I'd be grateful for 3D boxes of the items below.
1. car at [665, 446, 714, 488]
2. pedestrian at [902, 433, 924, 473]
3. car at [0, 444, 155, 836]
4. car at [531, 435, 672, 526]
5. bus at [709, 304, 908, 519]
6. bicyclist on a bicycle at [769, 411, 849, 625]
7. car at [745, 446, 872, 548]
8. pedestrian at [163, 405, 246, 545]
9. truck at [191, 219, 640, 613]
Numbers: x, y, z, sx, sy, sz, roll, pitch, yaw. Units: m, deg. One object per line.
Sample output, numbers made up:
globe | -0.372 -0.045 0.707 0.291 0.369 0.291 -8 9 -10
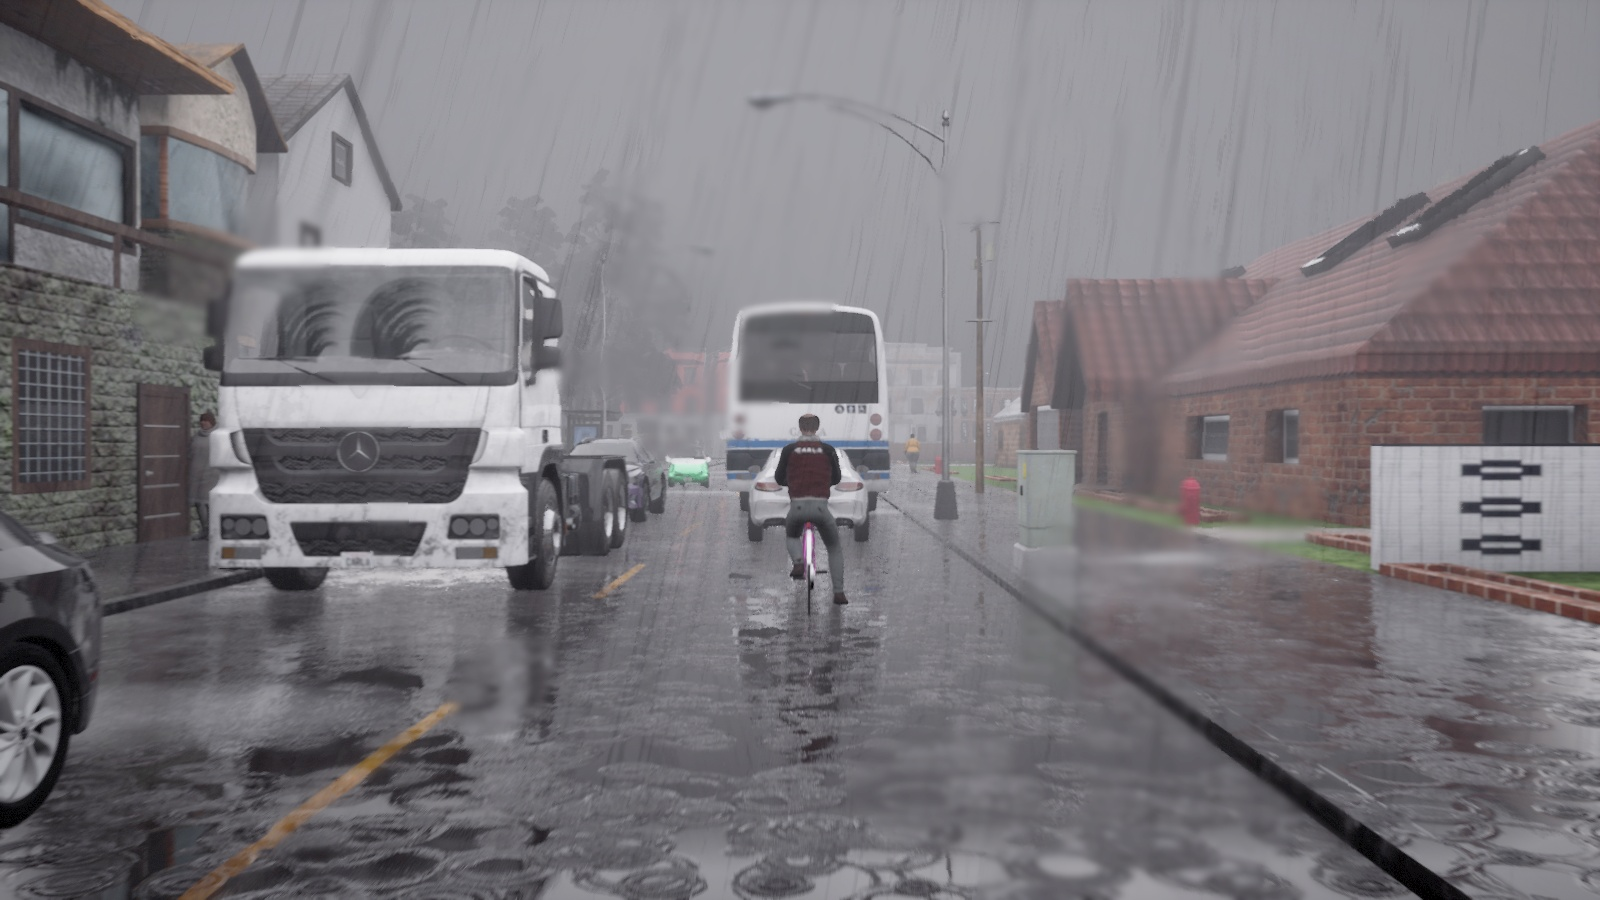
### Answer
car | -3.742 0.557 42.749 1.481 1.376 2.207 0 0 0
pedestrian | 5.166 0.136 57.434 0.874 1.855 0.900 0 0 -2
car | -3.966 0.729 3.460 1.837 1.490 4.892 0 0 0
car | -3.838 0.532 25.165 2.033 1.649 4.856 0 0 0
bus | 0.199 -0.799 29.990 3.944 4.253 10.273 0 0 0
bicyclist on a bicycle | 0.080 0.553 11.299 0.659 1.776 1.843 0 1 0
car | 0.134 0.659 20.164 1.812 1.442 4.674 0 0 0
pedestrian | -8.511 0.348 17.974 0.659 1.952 0.873 0 0 14
truck | -3.894 -0.323 15.022 2.891 3.462 7.936 0 0 0
